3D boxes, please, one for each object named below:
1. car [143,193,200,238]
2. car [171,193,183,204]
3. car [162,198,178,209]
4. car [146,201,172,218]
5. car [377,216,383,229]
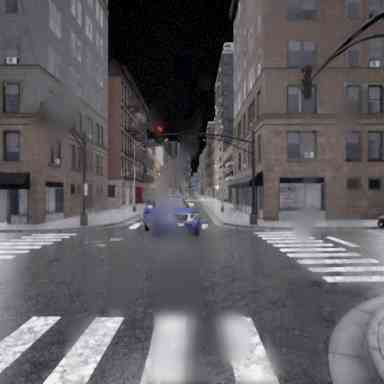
[{"bbox_3d":[-1.312,1.244,18.121,2.150,2.045,5.566,-1,-1,-17],"label":"car"},{"bbox_3d":[-2.819,1.227,63.989,2.150,2.045,5.566,0,0,0],"label":"car"},{"bbox_3d":[-2.965,1.512,45.517,1.994,1.385,4.181,0,0,0],"label":"car"},{"bbox_3d":[-3.011,1.577,31.015,1.895,1.301,4.718,0,0,0],"label":"car"},{"bbox_3d":[12.186,1.433,17.475,4.507,1.381,1.887,-1,0,1],"label":"car"}]
